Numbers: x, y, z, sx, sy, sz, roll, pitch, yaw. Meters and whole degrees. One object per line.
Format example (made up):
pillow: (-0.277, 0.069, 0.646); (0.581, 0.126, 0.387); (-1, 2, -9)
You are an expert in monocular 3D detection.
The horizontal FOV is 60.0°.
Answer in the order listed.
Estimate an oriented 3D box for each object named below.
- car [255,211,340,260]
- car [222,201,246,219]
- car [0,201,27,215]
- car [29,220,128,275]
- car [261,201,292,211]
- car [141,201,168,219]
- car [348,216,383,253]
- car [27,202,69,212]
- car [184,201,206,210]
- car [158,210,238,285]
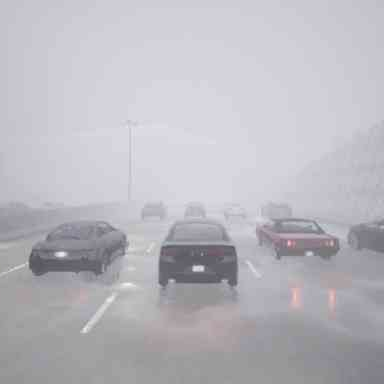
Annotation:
car: (3.672, 1.631, 12.565); (1.895, 1.301, 4.718); (0, 0, 0)
car: (3.770, 1.586, 30.175); (1.812, 1.442, 4.674); (0, 0, 0)
car: (-17.321, 1.580, 32.082); (1.994, 1.385, 4.181); (0, 0, 1)
car: (-3.342, 1.575, 10.539); (1.994, 1.385, 4.181); (0, 0, 0)
car: (7.276, 1.557, 29.030); (2.128, 1.511, 4.902); (0, 0, 0)
car: (-3.224, 1.534, 29.084); (2.128, 1.511, 4.902); (0, 0, 0)
car: (7.164, 1.527, 11.432); (2.128, 1.511, 4.902); (0, 0, 0)
car: (-13.810, 1.626, 32.595); (1.895, 1.301, 4.718); (0, 0, 1)
car: (0.270, 1.578, 30.199); (1.812, 1.442, 4.674); (0, 0, 0)
car: (0.153, 1.495, 9.599); (1.882, 1.535, 5.008); (0, 0, 0)
